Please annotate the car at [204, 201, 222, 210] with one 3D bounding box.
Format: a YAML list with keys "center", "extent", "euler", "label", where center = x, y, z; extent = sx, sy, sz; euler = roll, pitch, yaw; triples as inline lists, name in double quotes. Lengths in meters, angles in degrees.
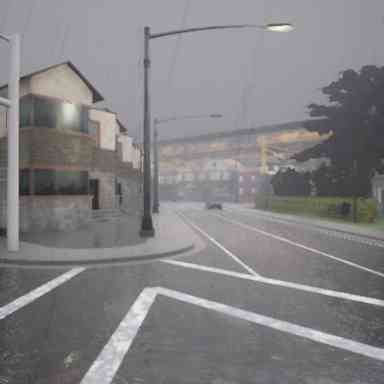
- center: [2.939, 1.871, 46.942]
  extent: [1.895, 1.301, 4.718]
  euler: [0, 0, -6]
  label: "car"
